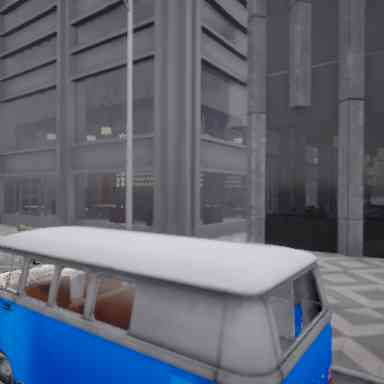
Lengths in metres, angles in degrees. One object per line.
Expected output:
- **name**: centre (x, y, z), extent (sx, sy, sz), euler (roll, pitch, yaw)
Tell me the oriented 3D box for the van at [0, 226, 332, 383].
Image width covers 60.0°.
- **van**: centre (-0.670, 1.334, 3.437), extent (3.998, 1.788, 1.690), euler (0, 0, 36)
